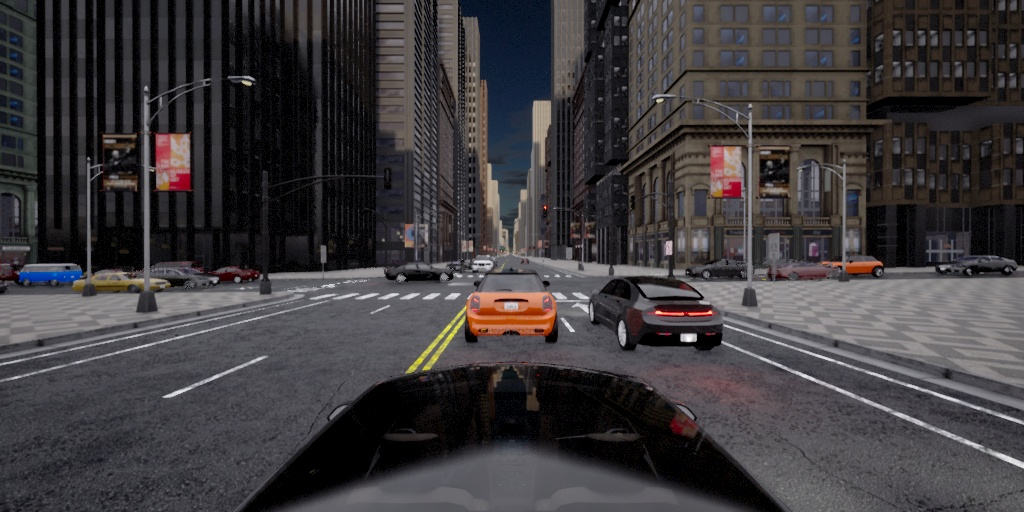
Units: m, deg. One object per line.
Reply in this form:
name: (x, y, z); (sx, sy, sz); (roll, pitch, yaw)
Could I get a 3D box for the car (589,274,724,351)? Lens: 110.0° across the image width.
car: (3.233, 1.252, 8.998); (1.837, 1.490, 4.892); (0, 0, 0)

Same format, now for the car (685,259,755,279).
car: (16.121, 0.998, 27.941); (4.892, 1.490, 1.837); (-1, 0, 0)

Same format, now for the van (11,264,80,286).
van: (-39.307, 1.572, 30.579); (3.998, 1.789, 1.690); (0, 0, 0)

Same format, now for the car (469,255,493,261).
car: (-3.456, 0.943, 43.252); (2.150, 2.045, 5.566); (0, 0, 0)

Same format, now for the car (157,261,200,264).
car: (-29.133, 1.408, 30.571); (5.009, 1.841, 2.192); (0, 0, 0)

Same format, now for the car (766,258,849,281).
car: (20.074, 1.019, 24.746); (4.181, 1.385, 1.994); (-1, 0, 0)

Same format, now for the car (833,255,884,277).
car: (25.949, 0.714, 27.946); (4.553, 1.767, 2.097); (-1, 0, 0)

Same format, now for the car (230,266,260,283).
car: (-24.046, 1.569, 30.566); (4.507, 1.381, 1.888); (0, 0, 0)

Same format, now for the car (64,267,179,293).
car: (-23.884, 1.588, 22.039); (4.829, 1.417, 1.751); (0, 0, 0)

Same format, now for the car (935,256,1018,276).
car: (36.085, 0.718, 27.949); (4.902, 1.511, 2.128); (-1, 0, 0)

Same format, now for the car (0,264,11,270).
car: (-44.394, 1.615, 30.583); (5.009, 1.841, 2.192); (0, 0, 0)

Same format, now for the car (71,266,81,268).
car: (-34.220, 1.744, 30.575); (4.207, 1.307, 1.802); (0, 0, 0)

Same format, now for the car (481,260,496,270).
car: (-3.465, 1.274, 53.224); (1.994, 1.385, 4.181); (0, 0, 1)

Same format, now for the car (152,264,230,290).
car: (-22.913, 1.527, 24.701); (4.902, 1.511, 2.128); (-1, 0, 0)

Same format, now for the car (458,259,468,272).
car: (-6.704, 1.286, 42.409); (1.994, 1.385, 4.181); (0, 0, 0)

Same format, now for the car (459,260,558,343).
car: (-0.008, 1.099, 9.858); (2.097, 1.767, 4.553); (0, 0, 0)

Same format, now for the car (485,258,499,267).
car: (-3.473, 1.187, 63.491); (2.128, 1.511, 4.902); (0, 0, 0)

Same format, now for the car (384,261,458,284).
car: (-6.893, 1.216, 26.779); (5.008, 1.535, 1.882); (0, 0, -23)

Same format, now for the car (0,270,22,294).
car: (-33.825, 1.746, 22.035); (4.403, 1.370, 2.007); (0, 0, 0)
